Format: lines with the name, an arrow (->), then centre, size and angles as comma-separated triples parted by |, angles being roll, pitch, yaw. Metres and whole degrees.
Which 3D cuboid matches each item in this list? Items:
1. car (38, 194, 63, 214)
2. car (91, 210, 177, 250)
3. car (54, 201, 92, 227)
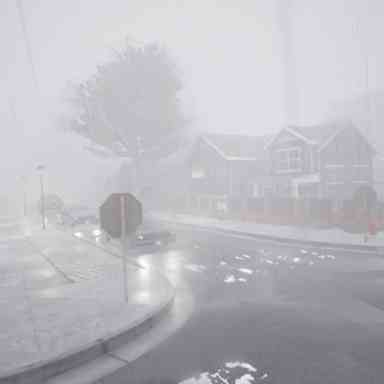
car -> -15.599, 1.256, 36.565 | 2.150, 2.045, 5.566 | -3, 1, -29
car -> -2.720, 1.610, 15.309 | 2.033, 1.411, 5.357 | -3, 2, -32
car -> -8.240, 1.592, 24.099 | 2.033, 1.411, 5.357 | -3, 2, -31
